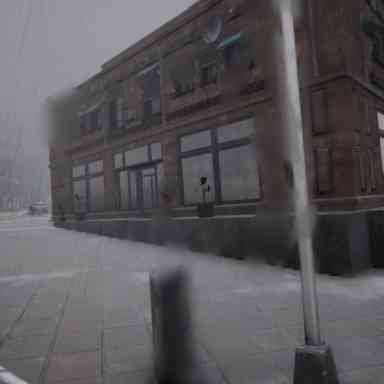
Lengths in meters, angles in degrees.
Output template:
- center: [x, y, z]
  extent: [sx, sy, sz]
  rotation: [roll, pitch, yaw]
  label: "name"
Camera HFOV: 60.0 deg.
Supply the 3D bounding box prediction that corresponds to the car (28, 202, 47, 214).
- center: [-20.767, 2.041, 44.644]
  extent: [2.128, 1.511, 4.902]
  rotation: [-2, -1, -32]
  label: "car"
